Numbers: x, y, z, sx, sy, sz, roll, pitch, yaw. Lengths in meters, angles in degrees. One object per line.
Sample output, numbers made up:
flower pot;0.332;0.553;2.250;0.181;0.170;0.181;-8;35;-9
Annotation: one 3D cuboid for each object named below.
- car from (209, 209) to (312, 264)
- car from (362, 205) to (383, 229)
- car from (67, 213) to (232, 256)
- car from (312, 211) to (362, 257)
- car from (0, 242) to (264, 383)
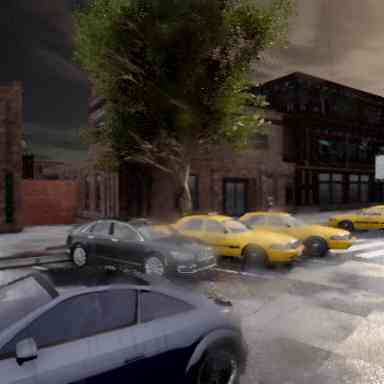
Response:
car;0.978;1.469;11.289;5.366;1.575;1.946;-1;-1;34
car;10.438;1.447;18.497;5.366;1.575;1.946;-1;0;34
car;-1.622;1.480;9.657;4.892;1.521;2.231;-1;-1;35
car;3.420;1.464;13.035;5.366;1.575;1.946;-1;-1;34
car;-1.402;1.563;3.415;4.181;1.385;1.994;0;0;-35
